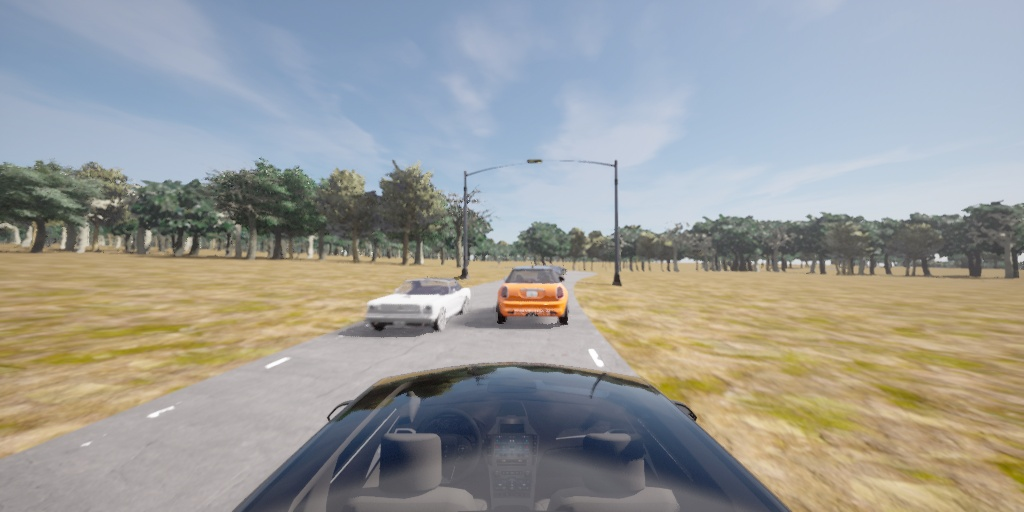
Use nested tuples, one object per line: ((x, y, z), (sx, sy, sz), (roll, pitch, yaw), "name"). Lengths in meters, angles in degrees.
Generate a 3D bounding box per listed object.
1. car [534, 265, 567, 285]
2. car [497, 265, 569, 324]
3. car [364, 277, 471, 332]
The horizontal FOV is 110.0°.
((3.237, 1.487, 29.033), (2.033, 1.411, 5.357), (0, -1, 12), "car")
((0.747, 1.113, 12.249), (2.097, 1.767, 4.553), (0, 0, 5), "car")
((-2.611, 1.359, 11.040), (1.895, 1.301, 4.718), (0, 0, 5), "car")
